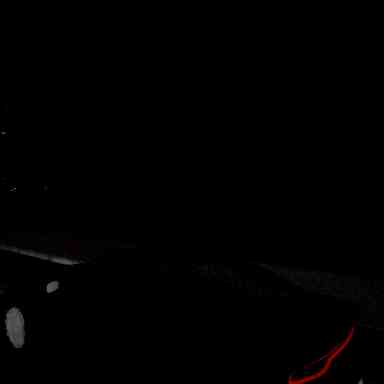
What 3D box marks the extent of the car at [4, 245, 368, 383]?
[{"bbox_3d":[-0.570,1.444,4.295,5.008,1.535,1.882,0,1,38],"label":"car"}]
